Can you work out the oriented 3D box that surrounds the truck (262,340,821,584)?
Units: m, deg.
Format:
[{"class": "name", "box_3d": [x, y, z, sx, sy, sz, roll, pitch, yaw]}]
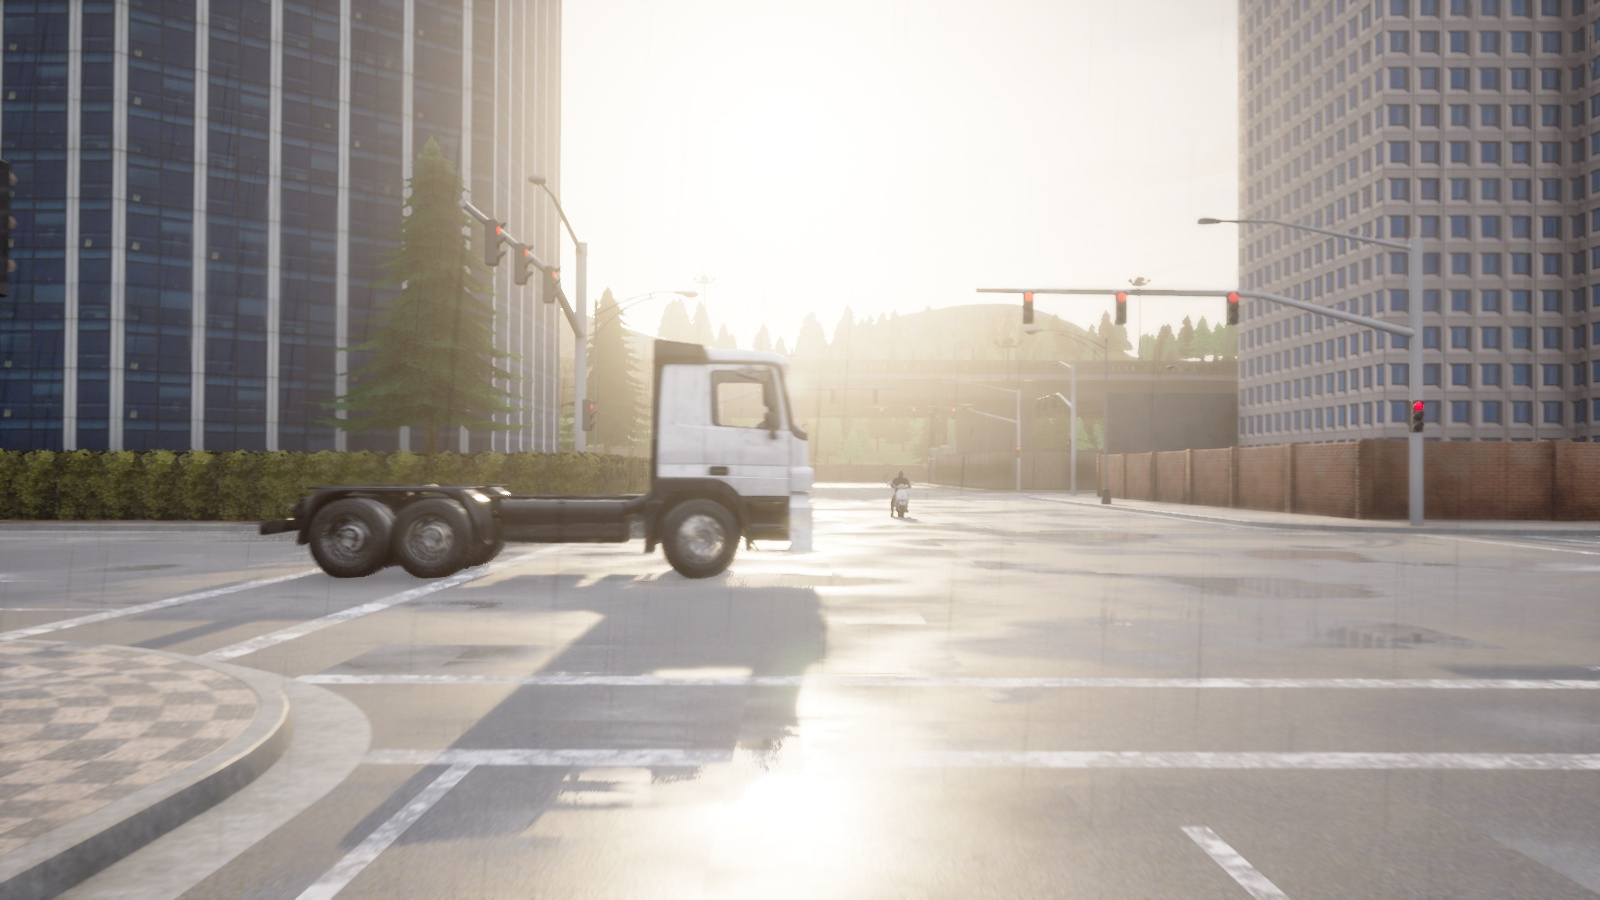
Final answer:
[{"class": "truck", "box_3d": [-3.717, 0.172, 19.397, 7.936, 3.462, 2.891, 0, -1, -2]}]

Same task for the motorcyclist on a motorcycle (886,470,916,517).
[{"class": "motorcyclist on a motorcycle", "box_3d": [3.437, 1.472, 42.876, 0.866, 1.590, 1.817, 0, -1, 0]}]
